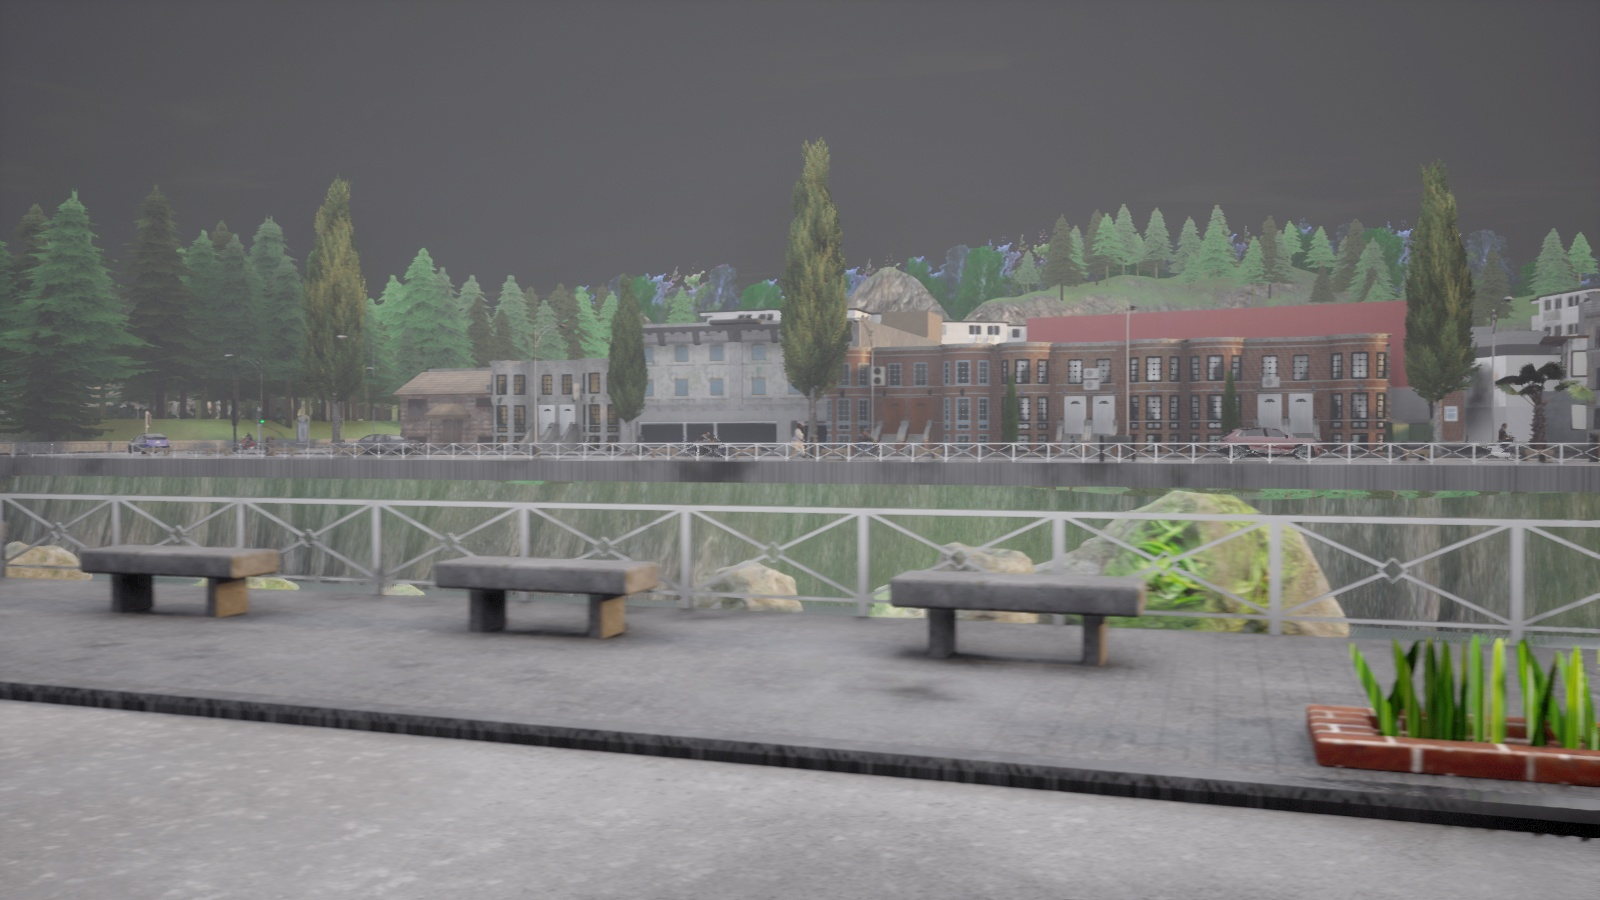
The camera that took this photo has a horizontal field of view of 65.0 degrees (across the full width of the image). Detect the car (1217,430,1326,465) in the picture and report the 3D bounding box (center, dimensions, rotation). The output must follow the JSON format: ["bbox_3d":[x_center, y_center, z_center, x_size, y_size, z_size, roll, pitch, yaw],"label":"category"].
[{"bbox_3d":[22.862,-0.136,61.088,4.856,1.649,2.033,1,1,19],"label":"car"}]

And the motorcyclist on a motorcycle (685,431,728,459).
[{"bbox_3d":[-5.250,-0.288,70.533,2.191,1.530,0.866,1,1,19],"label":"motorcyclist on a motorcycle"}]

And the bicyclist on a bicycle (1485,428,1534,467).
[{"bbox_3d":[32.646,-0.106,57.801,1.843,1.776,0.659,0,1,19],"label":"bicyclist on a bicycle"}]

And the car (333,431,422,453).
[{"bbox_3d":[-27.681,-0.548,82.286,5.357,1.411,2.033,1,1,19],"label":"car"}]

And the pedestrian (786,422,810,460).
[{"bbox_3d":[-0.108,-0.445,61.291,0.900,1.855,0.874,1,1,23],"label":"pedestrian"}]
